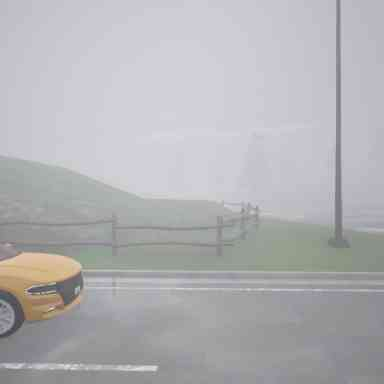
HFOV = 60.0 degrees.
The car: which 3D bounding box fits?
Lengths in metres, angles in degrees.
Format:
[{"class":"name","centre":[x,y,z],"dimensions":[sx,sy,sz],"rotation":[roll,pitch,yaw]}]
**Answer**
[{"class":"car","centre":[-4.539,1.478,6.035],"dimensions":[5.008,1.535,1.882],"rotation":[0,0,2]}]
